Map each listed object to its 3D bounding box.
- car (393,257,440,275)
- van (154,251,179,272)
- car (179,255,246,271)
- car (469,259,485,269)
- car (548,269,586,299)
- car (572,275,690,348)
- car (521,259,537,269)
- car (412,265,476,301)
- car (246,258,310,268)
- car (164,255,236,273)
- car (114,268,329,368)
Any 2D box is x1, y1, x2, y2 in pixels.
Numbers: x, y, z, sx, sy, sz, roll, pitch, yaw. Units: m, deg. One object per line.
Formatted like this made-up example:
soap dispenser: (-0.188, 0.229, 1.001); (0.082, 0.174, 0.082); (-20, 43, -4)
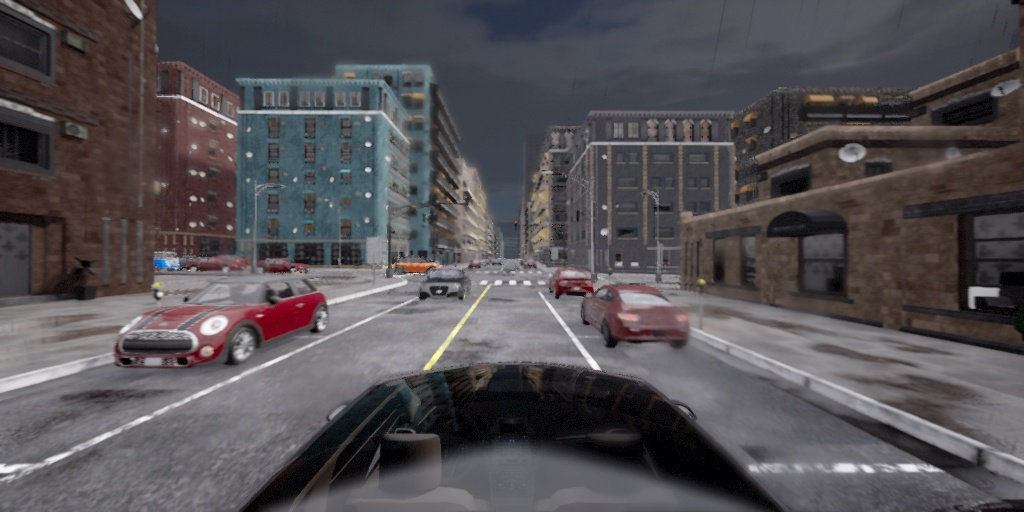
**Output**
car: (-8.795, 0.902, 34.105); (4.553, 1.767, 2.097); (1, 0, -1)
van: (-31.380, 0.485, 31.196); (3.998, 1.789, 1.690); (0, 0, -1)
car: (-25.693, 0.796, 31.249); (4.507, 1.381, 1.888); (0, 0, -1)
car: (-5.785, 1.285, 56.603); (1.888, 1.381, 4.507); (0, 0, 0)
car: (2.819, 1.288, 17.911); (1.888, 1.381, 4.507); (0, 0, 0)
car: (2.821, 1.328, 8.910); (1.802, 1.307, 4.207); (0, 0, 0)
car: (2.798, 1.178, 55.382); (1.967, 1.591, 4.097); (0, 0, 0)
car: (-3.070, 1.308, 17.116); (1.994, 1.385, 4.181); (0, 0, 0)
car: (-20.012, 0.902, 31.226); (4.507, 1.381, 1.888); (0, 0, -1)
car: (-29.370, 0.747, 33.910); (4.902, 1.511, 2.128); (2, 0, -1)
car: (-5.819, 1.187, 7.808); (1.967, 1.591, 4.097); (0, 0, 0)
